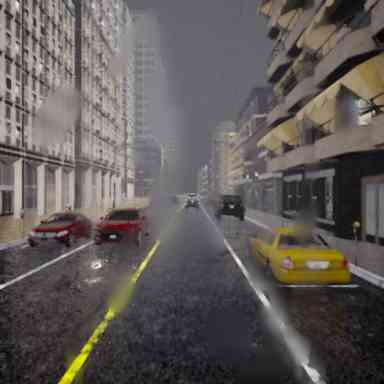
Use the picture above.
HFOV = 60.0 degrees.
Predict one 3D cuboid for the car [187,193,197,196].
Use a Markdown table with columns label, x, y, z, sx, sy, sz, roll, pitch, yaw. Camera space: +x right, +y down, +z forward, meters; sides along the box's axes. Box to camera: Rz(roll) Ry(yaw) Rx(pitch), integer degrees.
| label | x | y | z | sx | sy | sz | roll | pitch | yaw |
| --- | --- | --- | --- | --- | --- | --- | --- | --- | --- |
| car | 0.029 | 1.262 | 59.031 | 2.150 | 2.045 | 5.566 | 0 | 0 | 0 |

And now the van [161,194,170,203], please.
| label | x | y | z | sx | sy | sz | roll | pitch | yaw |
| --- | --- | --- | --- | --- | --- | --- | --- | --- | --- |
| van | -5.657 | 1.397 | 71.389 | 1.690 | 1.788 | 3.998 | 0 | 0 | 0 |

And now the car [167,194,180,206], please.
| label | x | y | z | sx | sy | sz | roll | pitch | yaw |
| --- | --- | --- | --- | --- | --- | --- | --- | --- | --- |
| car | -3.035 | 1.543 | 56.166 | 1.837 | 1.490 | 4.892 | 0 | 0 | 0 |

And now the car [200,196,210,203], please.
| label | x | y | z | sx | sy | sz | roll | pitch | yaw |
| --- | --- | --- | --- | --- | --- | --- | --- | --- | --- |
| car | 2.724 | 1.607 | 71.384 | 2.008 | 1.369 | 4.403 | 0 | 0 | 0 |

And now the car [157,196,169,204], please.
| label | x | y | z | sx | sy | sz | roll | pitch | yaw |
| --- | --- | --- | --- | --- | --- | --- | --- | --- | --- |
| car | -5.659 | 1.600 | 65.740 | 2.008 | 1.369 | 4.403 | 0 | 0 | 0 |

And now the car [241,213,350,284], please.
| label | x | y | z | sx | sy | sz | roll | pitch | yaw |
| --- | --- | --- | --- | --- | --- | --- | --- | --- | --- |
| car | 2.695 | 1.528 | 9.420 | 1.752 | 1.417 | 4.829 | 0 | 0 | 0 |

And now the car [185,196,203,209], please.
| label | x | y | z | sx | sy | sz | roll | pitch | yaw |
| --- | --- | --- | --- | --- | --- | --- | --- | --- | --- |
| car | 0.057 | 1.574 | 45.378 | 2.033 | 1.411 | 5.357 | 0 | 0 | 1 |

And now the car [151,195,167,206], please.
| label | x | y | z | sx | sy | sz | roll | pitch | yaw |
| --- | --- | --- | --- | --- | --- | --- | --- | --- | --- |
| car | -5.664 | 1.602 | 54.443 | 1.947 | 1.339 | 4.313 | 0 | 0 | 0 |

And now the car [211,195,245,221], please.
| label | x | y | z | sx | sy | sz | roll | pitch | yaw |
| --- | --- | --- | --- | --- | --- | --- | --- | --- | --- |
| car | 3.013 | 1.237 | 27.791 | 2.150 | 2.045 | 5.566 | 0 | 0 | 0 |

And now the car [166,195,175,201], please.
| label | x | y | z | sx | sy | sz | roll | pitch | yaw |
| --- | --- | --- | --- | --- | --- | --- | --- | --- | --- |
| car | -5.649 | 1.520 | 88.335 | 1.967 | 1.590 | 4.097 | 0 | 0 | 0 |

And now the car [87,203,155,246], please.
| label | x | y | z | sx | sy | sz | roll | pitch | yaw |
| --- | --- | --- | --- | --- | --- | --- | --- | --- | --- |
| car | -3.093 | 1.483 | 15.546 | 1.882 | 1.535 | 5.008 | 0 | 0 | 0 |

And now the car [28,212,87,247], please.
| label | x | y | z | sx | sy | sz | roll | pitch | yaw |
| --- | --- | --- | --- | --- | --- | --- | --- | --- | --- |
| car | -5.683 | 1.587 | 14.903 | 1.802 | 1.307 | 4.206 | 0 | 0 | 0 |

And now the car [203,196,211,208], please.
| label | x | y | z | sx | sy | sz | roll | pitch | yaw |
| --- | --- | --- | --- | --- | --- | --- | --- | --- | --- |
| car | 2.713 | 1.612 | 48.790 | 1.802 | 1.307 | 4.206 | 0 | 0 | 0 |
